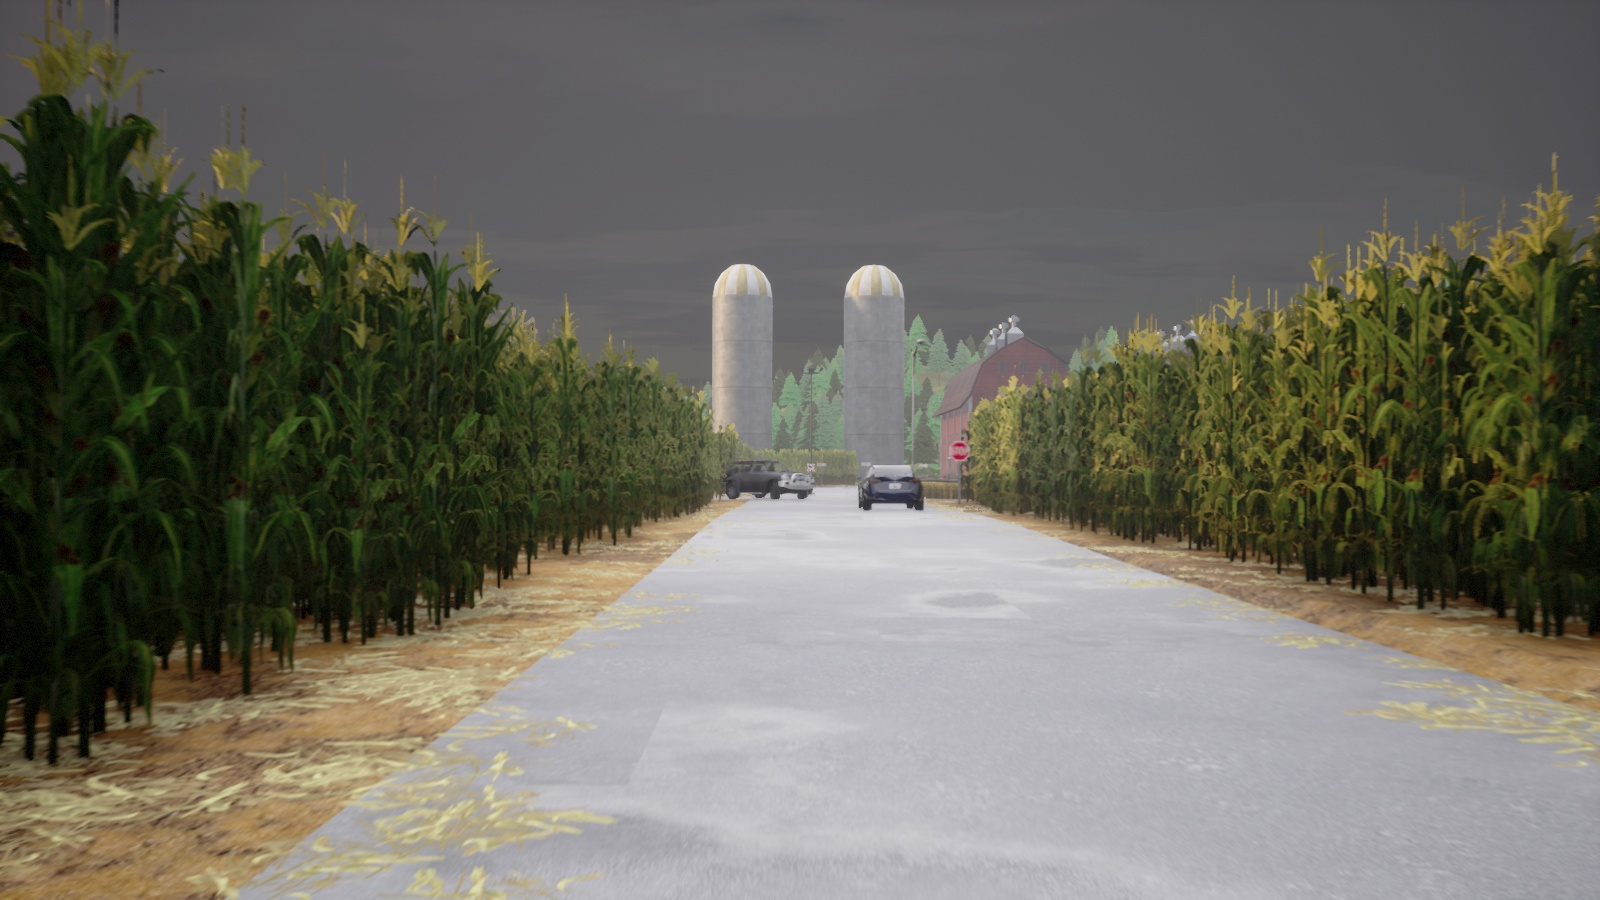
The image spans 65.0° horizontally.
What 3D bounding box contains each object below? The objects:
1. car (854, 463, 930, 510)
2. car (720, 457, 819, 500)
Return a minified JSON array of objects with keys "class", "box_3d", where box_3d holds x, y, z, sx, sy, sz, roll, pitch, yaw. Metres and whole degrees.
[{"class":"car","box_3d":[2.996,1.218,42.026,2.163,1.488,4.792,0,-1,0]},{"class":"car","box_3d":[-1.417,1.318,56.589,1.932,1.855,4.605,2,-2,-42]}]
